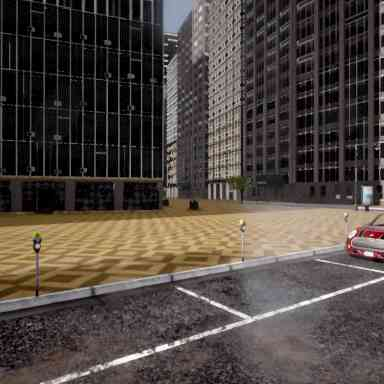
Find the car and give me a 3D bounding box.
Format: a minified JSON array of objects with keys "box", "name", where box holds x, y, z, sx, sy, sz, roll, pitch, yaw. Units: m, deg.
[{"box":[7.229,1.437,11.701,4.097,1.590,1.967,0,0,-35],"name":"car"}]
